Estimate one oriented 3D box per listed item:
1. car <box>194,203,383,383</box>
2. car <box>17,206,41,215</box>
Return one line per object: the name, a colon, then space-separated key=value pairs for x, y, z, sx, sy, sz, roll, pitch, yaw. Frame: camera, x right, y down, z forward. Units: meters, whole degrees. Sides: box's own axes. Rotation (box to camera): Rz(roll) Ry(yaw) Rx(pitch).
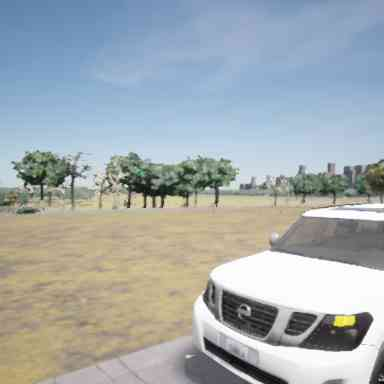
car: x=2.653 y=1.227 z=5.013 sx=5.566 sy=2.045 sz=2.150 roll=0 pitch=0 yaw=-37
car: x=-34.785 y=3.855 z=71.166 sx=4.553 sy=1.767 sz=2.097 roll=0 pitch=0 yaw=-35
